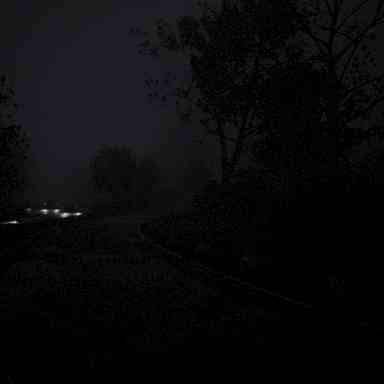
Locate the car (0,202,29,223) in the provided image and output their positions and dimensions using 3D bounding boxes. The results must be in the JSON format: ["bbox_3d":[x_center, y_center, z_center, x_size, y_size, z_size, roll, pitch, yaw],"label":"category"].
[{"bbox_3d":[-14.863,1.547,25.228,2.097,1.767,4.553,0,-1,5],"label":"car"}]

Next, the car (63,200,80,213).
[{"bbox_3d":[-15.857,1.884,43.928,1.882,1.535,5.008,0,0,-16],"label":"car"}]

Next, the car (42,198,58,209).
[{"bbox_3d":[-22.565,1.803,52.802,2.097,1.767,4.553,0,0,-28],"label":"car"}]

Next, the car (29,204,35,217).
[{"bbox_3d":[-17.566,1.822,33.528,1.837,1.490,4.892,1,-1,-3],"label":"car"}]
